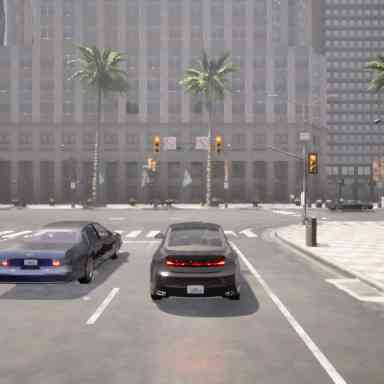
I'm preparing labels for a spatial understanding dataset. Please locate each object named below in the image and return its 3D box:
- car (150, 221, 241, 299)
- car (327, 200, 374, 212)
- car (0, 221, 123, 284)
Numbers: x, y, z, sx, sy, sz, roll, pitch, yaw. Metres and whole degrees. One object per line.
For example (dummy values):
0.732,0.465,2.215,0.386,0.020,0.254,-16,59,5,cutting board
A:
0.074,1.505,8.403,1.837,1.490,4.892,0,0,0,car
18.215,1.601,38.483,4.718,1.301,1.895,0,0,0,car
-3.422,1.547,9.597,2.033,1.411,5.357,0,0,0,car
